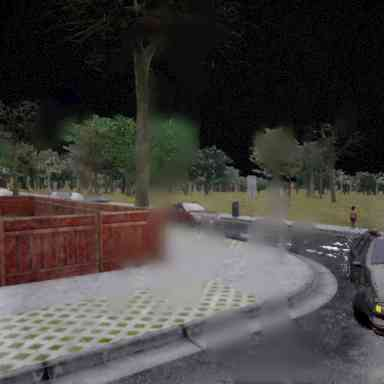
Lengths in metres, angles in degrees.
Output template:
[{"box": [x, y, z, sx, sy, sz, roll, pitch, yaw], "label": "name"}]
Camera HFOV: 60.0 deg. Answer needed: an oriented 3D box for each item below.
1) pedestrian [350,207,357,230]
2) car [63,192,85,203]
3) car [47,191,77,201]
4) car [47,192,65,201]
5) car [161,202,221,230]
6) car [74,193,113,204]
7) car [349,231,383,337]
[{"box": [8.459, 1.019, 17.503, 0.375, 1.860, 0.375, 1, 0, -36], "label": "pedestrian"}, {"box": [-17.074, 0.796, 47.898, 1.812, 1.442, 4.674, 0, 1, -36], "label": "car"}, {"box": [-16.502, 0.710, 42.150, 2.097, 1.767, 4.553, 0, 1, -35], "label": "car"}, {"box": [-22.944, 0.709, 56.021, 1.895, 1.301, 4.718, 0, 1, -35], "label": "car"}, {"box": [-0.268, 1.318, 19.586, 1.812, 1.442, 4.674, 0, 1, -36], "label": "car"}, {"box": [-9.270, 1.101, 32.065, 2.033, 1.411, 5.357, 0, 1, -36], "label": "car"}, {"box": [4.305, 1.550, 6.758, 2.033, 1.411, 5.357, 0, 0, 21], "label": "car"}]
